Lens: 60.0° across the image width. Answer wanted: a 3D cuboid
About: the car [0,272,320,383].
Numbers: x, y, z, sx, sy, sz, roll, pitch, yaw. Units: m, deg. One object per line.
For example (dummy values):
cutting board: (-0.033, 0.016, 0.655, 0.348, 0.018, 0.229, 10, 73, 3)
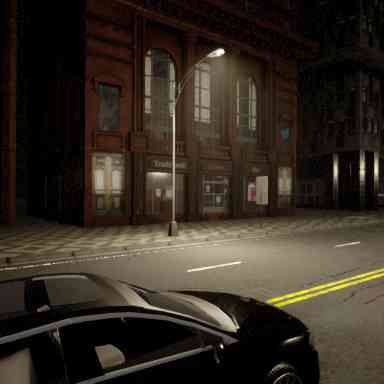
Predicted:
car: (-0.922, 1.492, 2.782, 4.902, 1.511, 2.128, 0, 0, -35)
